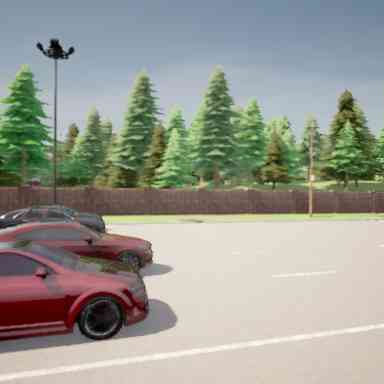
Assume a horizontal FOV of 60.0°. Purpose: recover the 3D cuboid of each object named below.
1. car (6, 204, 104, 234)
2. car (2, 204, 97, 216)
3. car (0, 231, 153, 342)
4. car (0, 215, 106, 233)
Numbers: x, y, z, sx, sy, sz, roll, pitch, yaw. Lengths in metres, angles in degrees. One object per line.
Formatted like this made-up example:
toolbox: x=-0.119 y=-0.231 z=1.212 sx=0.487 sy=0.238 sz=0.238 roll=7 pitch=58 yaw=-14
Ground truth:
car: x=-7.526 y=1.462 z=18.754 sx=4.892 sy=1.490 sz=1.837 roll=1 pitch=0 yaw=-17
car: x=-6.500 y=1.466 z=15.406 sx=4.892 sy=1.490 sz=1.837 roll=1 pitch=0 yaw=-17
car: x=-2.832 y=1.543 z=5.548 sx=4.181 sy=1.385 sz=1.994 roll=1 pitch=0 yaw=-17
car: x=-3.401 y=1.506 z=9.048 sx=4.674 sy=1.442 sz=1.812 roll=1 pitch=0 yaw=-17
